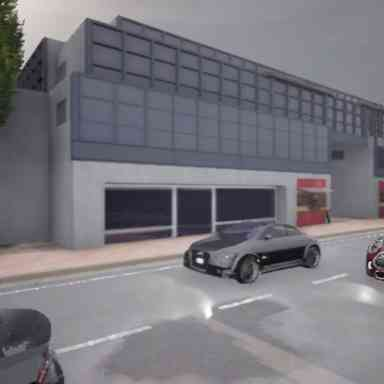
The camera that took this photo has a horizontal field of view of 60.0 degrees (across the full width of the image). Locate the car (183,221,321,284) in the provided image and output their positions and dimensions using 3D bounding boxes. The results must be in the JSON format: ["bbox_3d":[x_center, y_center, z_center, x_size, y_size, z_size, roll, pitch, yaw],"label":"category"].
[{"bbox_3d":[1.825,1.552,9.580,4.181,1.385,1.994,0,0,-36],"label":"car"}]

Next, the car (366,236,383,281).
[{"bbox_3d":[6.488,1.333,8.601,4.553,1.767,2.097,0,0,-35],"label":"car"}]

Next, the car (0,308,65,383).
[{"bbox_3d":[-3.253,1.510,1.670,4.892,1.490,1.837,0,0,-35],"label":"car"}]
